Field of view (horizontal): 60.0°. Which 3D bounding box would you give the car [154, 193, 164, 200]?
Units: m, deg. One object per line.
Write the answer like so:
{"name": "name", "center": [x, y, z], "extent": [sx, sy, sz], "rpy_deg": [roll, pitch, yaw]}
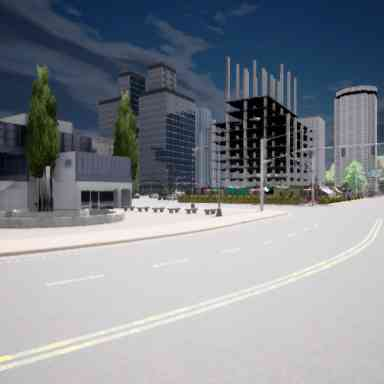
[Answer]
{"name": "car", "center": [-6.728, 1.119, 82.023], "extent": [1.905, 1.878, 3.866], "rpy_deg": [0, 0, 33]}

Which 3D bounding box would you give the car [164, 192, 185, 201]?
{"name": "car", "center": [-4.302, 1.359, 80.443], "extent": [1.970, 1.475, 3.806], "rpy_deg": [0, 0, 33]}
